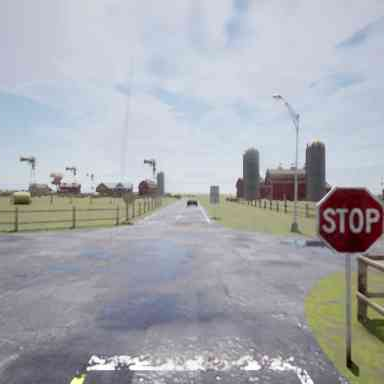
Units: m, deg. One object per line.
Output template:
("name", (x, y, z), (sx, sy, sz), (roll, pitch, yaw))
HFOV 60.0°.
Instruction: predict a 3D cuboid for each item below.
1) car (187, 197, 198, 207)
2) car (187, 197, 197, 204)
("car", (0.045, 1.846, 60.522), (1.882, 1.535, 5.008), (0, 0, 0))
("car", (0.053, 1.818, 70.945), (1.994, 1.385, 4.181), (0, 0, 0))
